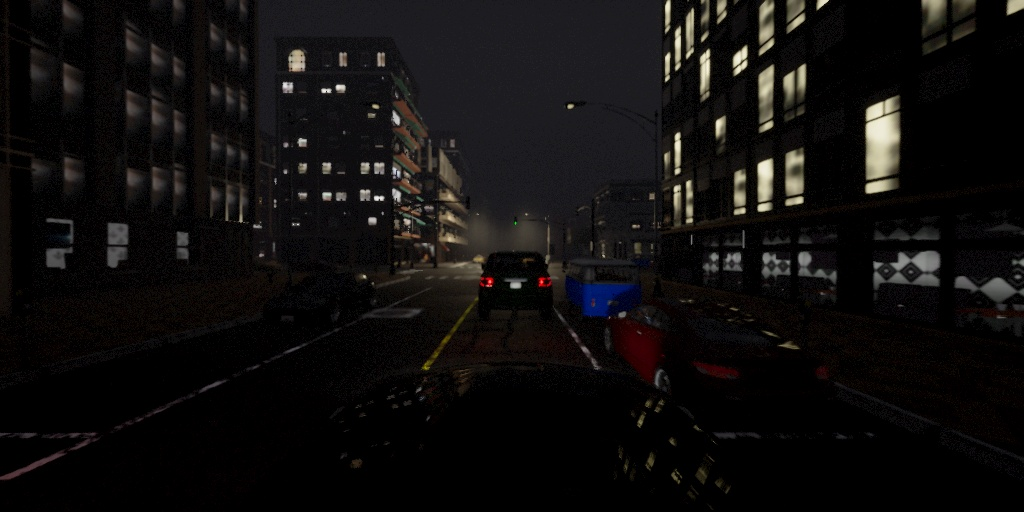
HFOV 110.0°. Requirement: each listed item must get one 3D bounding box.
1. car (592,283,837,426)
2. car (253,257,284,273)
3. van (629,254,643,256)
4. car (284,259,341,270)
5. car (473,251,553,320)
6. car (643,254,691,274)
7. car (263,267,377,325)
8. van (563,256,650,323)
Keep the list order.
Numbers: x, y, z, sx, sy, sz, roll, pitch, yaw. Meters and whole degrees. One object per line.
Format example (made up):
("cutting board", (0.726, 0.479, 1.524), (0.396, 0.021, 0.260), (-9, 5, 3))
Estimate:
("car", (2.656, 1.283, 5.554), (1.802, 1.307, 4.207), (0, 0, 0))
("car", (-22.967, 0.824, 32.028), (4.829, 1.417, 1.751), (0, 0, 0))
("van", (14.888, 0.673, 40.509), (3.998, 1.789, 1.690), (0, 0, 0))
("car", (-17.474, 0.891, 32.043), (4.207, 1.307, 1.802), (0, 0, 0))
("car", (0.099, 0.837, 12.191), (2.150, 2.045, 5.566), (0, 1, 0))
("car", (14.912, 0.714, 32.129), (5.009, 1.841, 2.192), (0, 0, 0))
("car", (-5.692, 1.193, 11.267), (1.948, 1.339, 4.313), (0, 0, 0))
("van", (2.655, 0.969, 11.243), (1.690, 1.789, 3.998), (0, 0, 0))
